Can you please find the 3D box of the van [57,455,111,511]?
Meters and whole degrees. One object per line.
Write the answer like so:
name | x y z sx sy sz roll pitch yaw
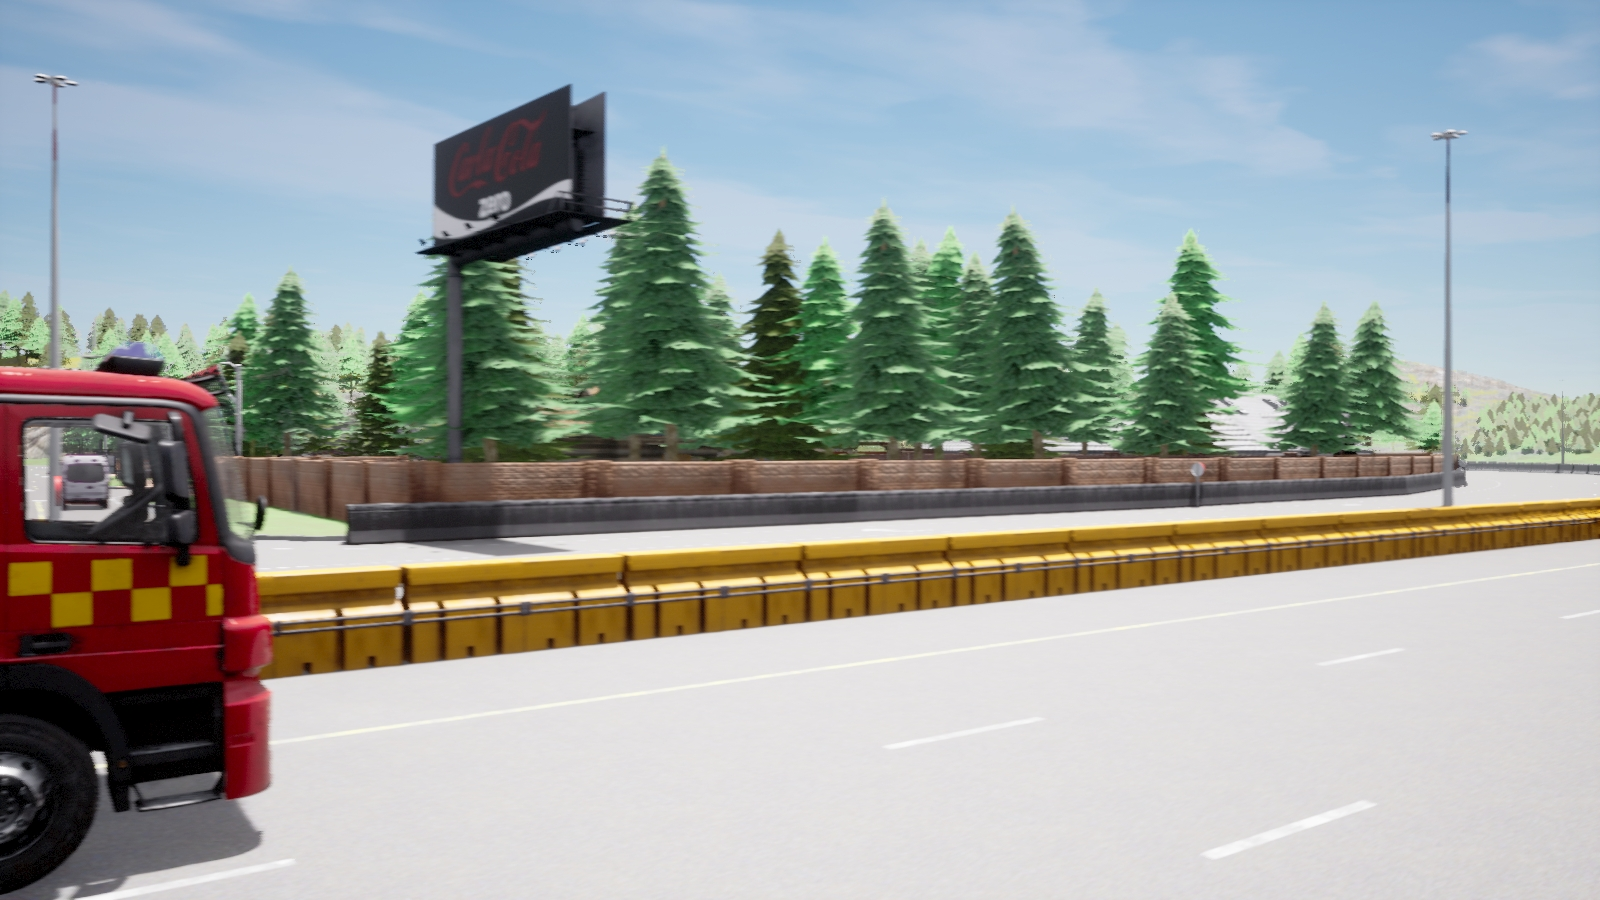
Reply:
van | -34.600 1.516 55.171 1.988 2.561 5.915 0 0 -34

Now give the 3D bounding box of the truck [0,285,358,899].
truck | -7.517 0.890 7.080 8.468 3.827 2.891 0 0 -35
